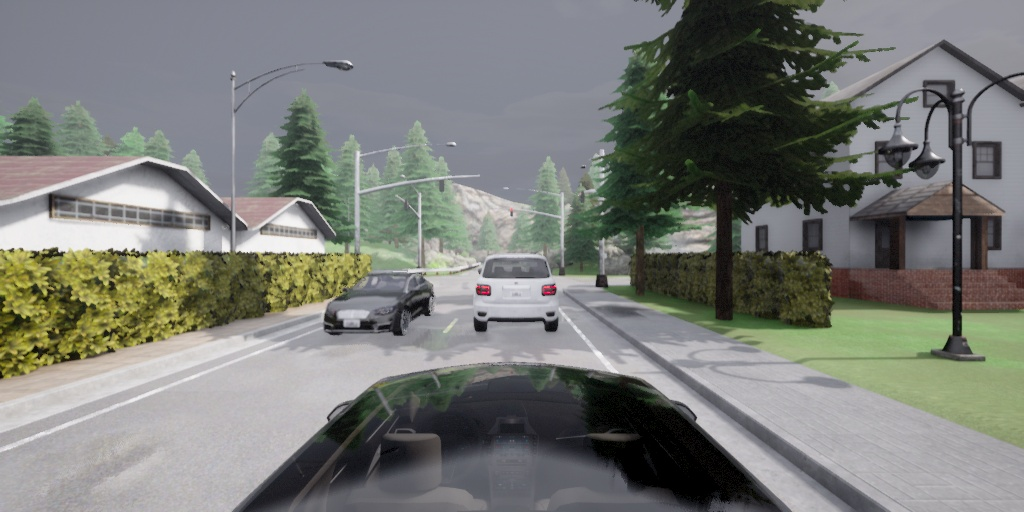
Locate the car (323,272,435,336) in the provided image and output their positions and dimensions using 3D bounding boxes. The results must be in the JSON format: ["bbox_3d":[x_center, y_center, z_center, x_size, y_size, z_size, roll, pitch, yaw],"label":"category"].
[{"bbox_3d":[-3.549,1.235,10.434,2.128,1.511,4.902,0,0,0],"label":"car"}]

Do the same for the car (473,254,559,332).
[{"bbox_3d":[0.104,0.964,10.963,2.150,2.045,5.566,0,0,0],"label":"car"}]
